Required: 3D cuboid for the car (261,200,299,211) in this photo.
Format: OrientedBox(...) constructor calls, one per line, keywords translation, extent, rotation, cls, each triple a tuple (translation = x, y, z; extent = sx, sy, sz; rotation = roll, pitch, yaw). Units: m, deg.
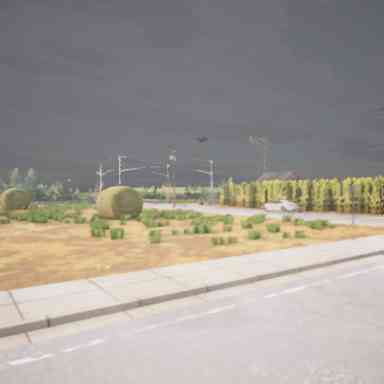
OrientedBox(translation=(10.157, 1.626, 38.442), extent=(1.812, 1.442, 4.674), rotation=(0, 0, -35), cls="car")
